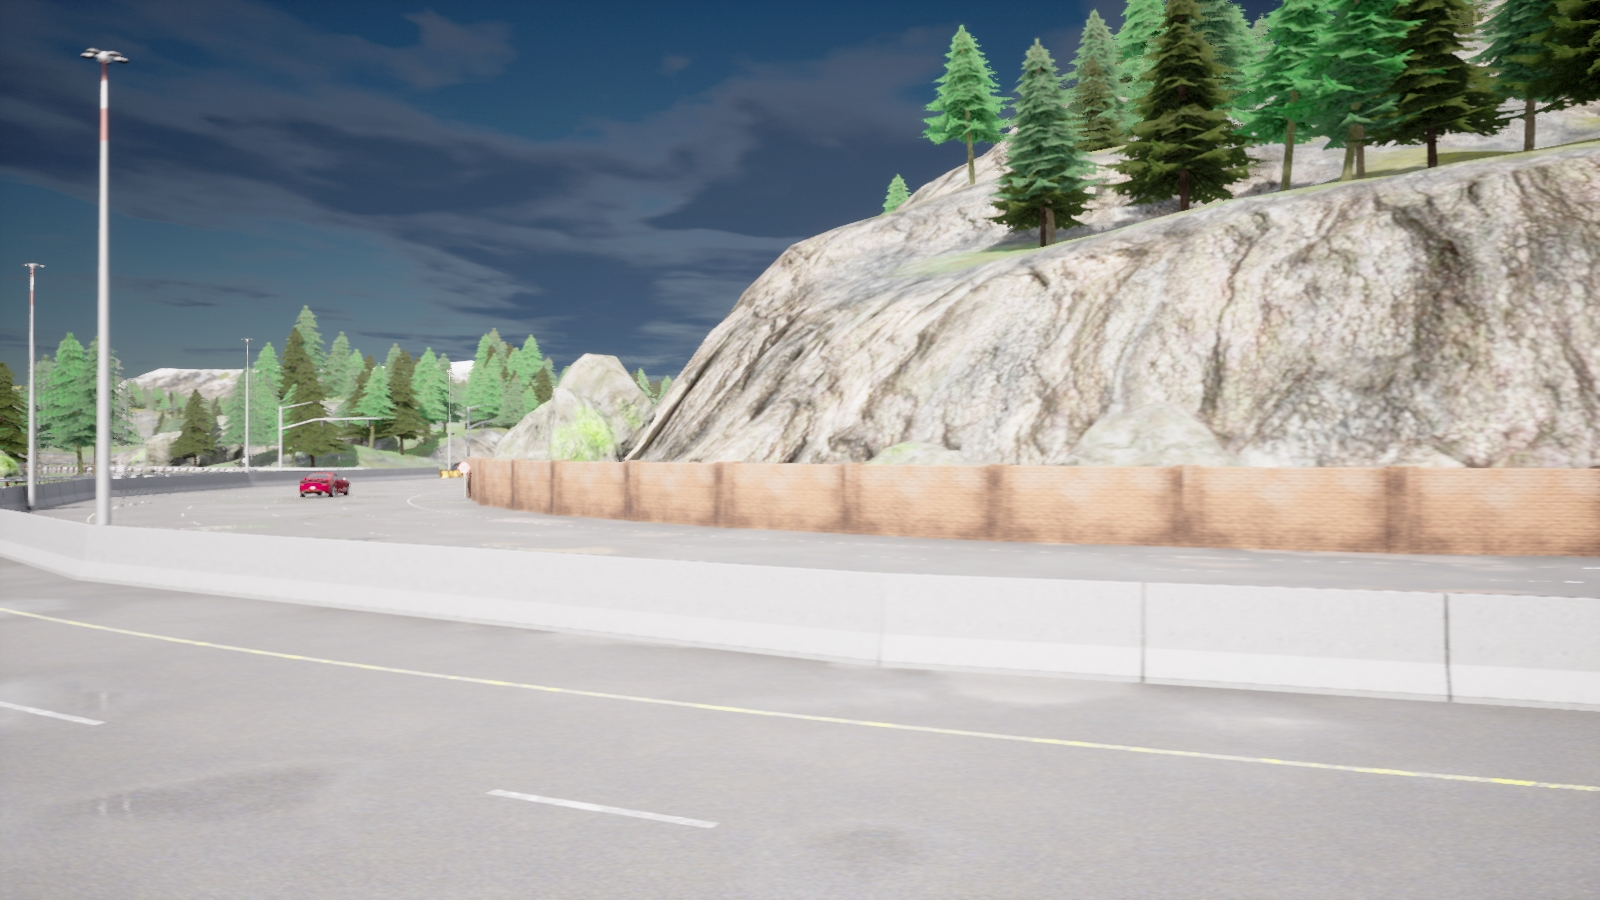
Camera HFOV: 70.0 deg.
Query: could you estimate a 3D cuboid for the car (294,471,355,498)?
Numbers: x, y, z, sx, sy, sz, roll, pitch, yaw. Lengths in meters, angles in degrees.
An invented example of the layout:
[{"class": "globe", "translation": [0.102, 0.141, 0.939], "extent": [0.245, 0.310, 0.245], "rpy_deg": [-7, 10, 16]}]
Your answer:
[{"class": "car", "translation": [-29.567, 2.138, 71.197], "extent": [2.097, 1.535, 5.006], "rpy_deg": [0, 0, -5]}]
